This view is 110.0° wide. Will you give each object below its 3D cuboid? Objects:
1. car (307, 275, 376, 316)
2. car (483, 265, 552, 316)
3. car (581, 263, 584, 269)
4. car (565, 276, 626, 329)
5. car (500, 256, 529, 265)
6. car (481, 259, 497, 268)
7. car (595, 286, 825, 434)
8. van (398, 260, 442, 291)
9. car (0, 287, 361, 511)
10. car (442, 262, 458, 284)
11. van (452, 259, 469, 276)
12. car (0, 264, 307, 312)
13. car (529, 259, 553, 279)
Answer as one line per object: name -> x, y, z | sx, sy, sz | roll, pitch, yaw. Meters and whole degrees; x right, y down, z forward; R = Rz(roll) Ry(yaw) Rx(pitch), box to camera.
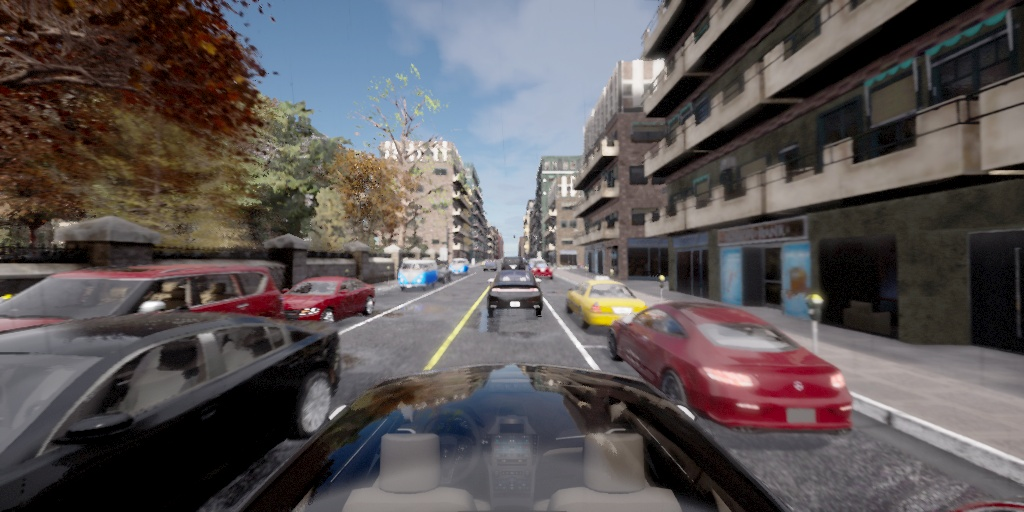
car -> -5.689, 1.320, 10.943 | 1.888, 1.381, 4.507 | 0, 0, 0
car -> 0.100, 1.273, 13.442 | 2.128, 1.511, 4.902 | 0, 0, 0
car -> 13.537, 1.473, 56.292 | 4.313, 1.339, 1.948 | 0, 0, 1
car -> 2.692, 1.300, 11.112 | 1.751, 1.417, 4.829 | 0, 0, 0
car -> 0.103, 1.052, 31.802 | 2.150, 2.045, 5.566 | 0, 0, 0
car -> -2.997, 1.448, 50.038 | 2.033, 1.411, 5.357 | 0, 0, 0
car -> 2.692, 1.342, 5.418 | 1.802, 1.307, 4.207 | 0, 0, 0
van -> -5.696, 1.145, 21.989 | 1.690, 1.789, 3.998 | 0, 0, 0
car -> -3.101, 1.230, 2.553 | 1.882, 1.535, 5.008 | 0, 0, 0
car -> -5.671, 1.385, 27.513 | 1.948, 1.339, 4.313 | 0, 0, 0
van -> -5.654, 1.189, 38.561 | 1.690, 1.789, 3.998 | 0, 0, 0
car -> -5.689, 1.074, 5.419 | 2.192, 1.841, 5.009 | 0, 0, 0
car -> 2.663, 1.274, 33.035 | 1.967, 1.591, 4.097 | 0, 0, 0
